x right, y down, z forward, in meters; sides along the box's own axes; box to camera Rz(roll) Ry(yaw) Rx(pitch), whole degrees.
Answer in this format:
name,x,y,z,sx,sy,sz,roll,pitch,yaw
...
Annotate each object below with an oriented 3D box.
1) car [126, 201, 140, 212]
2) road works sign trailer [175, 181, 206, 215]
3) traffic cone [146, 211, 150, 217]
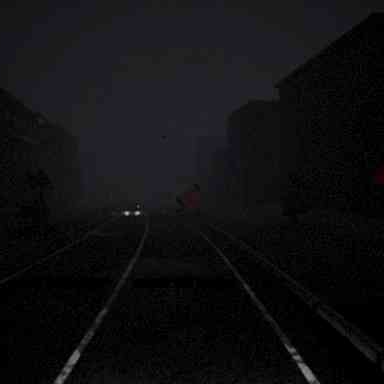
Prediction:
name,x,y,z,sx,sy,sz,roll,pitch,yaw
car,-9.382,2.182,52.842,2.097,1.767,4.553,0,-1,-9
road works sign trailer,-0.132,1.053,29.683,2.380,2.880,3.560,-40,2,-17
traffic cone,-4.482,2.270,34.100,0.340,0.580,0.340,-1,-2,-9
